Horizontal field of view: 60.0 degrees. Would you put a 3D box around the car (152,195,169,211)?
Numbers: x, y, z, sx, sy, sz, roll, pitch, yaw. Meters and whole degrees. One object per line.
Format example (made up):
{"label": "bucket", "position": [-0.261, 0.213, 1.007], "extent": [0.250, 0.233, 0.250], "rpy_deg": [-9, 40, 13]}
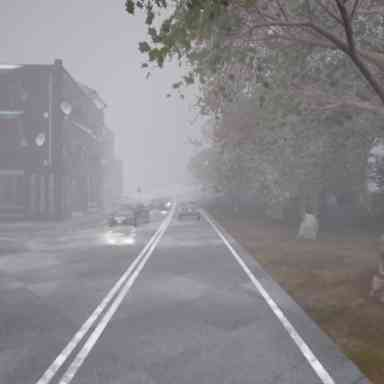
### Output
{"label": "car", "position": [-3.983, 1.392, 39.053], "extent": [1.837, 1.490, 4.892], "rpy_deg": [0, 0, -2]}

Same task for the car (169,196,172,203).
{"label": "car", "position": [-4.576, 1.203, 57.876], "extent": [1.994, 1.385, 4.181], "rpy_deg": [0, 1, -2]}

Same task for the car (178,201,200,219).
{"label": "car", "position": [-0.256, 1.509, 28.810], "extent": [2.033, 1.411, 5.357], "rpy_deg": [0, 0, -1]}

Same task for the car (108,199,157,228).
{"label": "car", "position": [-4.062, 1.479, 22.210], "extent": [2.128, 1.511, 4.902], "rpy_deg": [0, 0, 6]}
